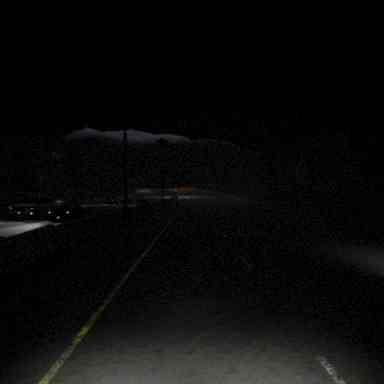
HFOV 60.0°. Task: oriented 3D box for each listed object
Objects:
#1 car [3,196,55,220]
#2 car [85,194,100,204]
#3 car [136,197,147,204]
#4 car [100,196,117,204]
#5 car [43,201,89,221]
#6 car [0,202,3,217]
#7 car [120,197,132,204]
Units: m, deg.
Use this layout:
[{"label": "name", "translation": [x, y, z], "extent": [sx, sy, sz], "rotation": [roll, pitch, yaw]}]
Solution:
[{"label": "car", "translation": [-14.087, 1.357, 29.835], "extent": [2.150, 2.045, 5.566], "rotation": [0, -1, 0]}, {"label": "car", "translation": [-21.014, 1.533, 71.276], "extent": [2.150, 2.045, 5.566], "rotation": [0, 0, 0]}, {"label": "car", "translation": [-10.514, 1.818, 69.950], "extent": [1.812, 1.442, 4.674], "rotation": [0, 0, 0]}, {"label": "car", "translation": [-17.514, 1.663, 71.337], "extent": [2.097, 1.767, 4.553], "rotation": [0, 0, 0]}, {"label": "car", "translation": [-10.589, 1.727, 28.556], "extent": [1.895, 1.301, 4.718], "rotation": [0, 0, 0]}, {"label": "car", "translation": [-17.581, 1.658, 29.627], "extent": [1.812, 1.442, 4.674], "rotation": [0, -1, 0]}, {"label": "car", "translation": [-14.014, 1.832, 71.307], "extent": [1.812, 1.442, 4.674], "rotation": [0, 0, 0]}]
